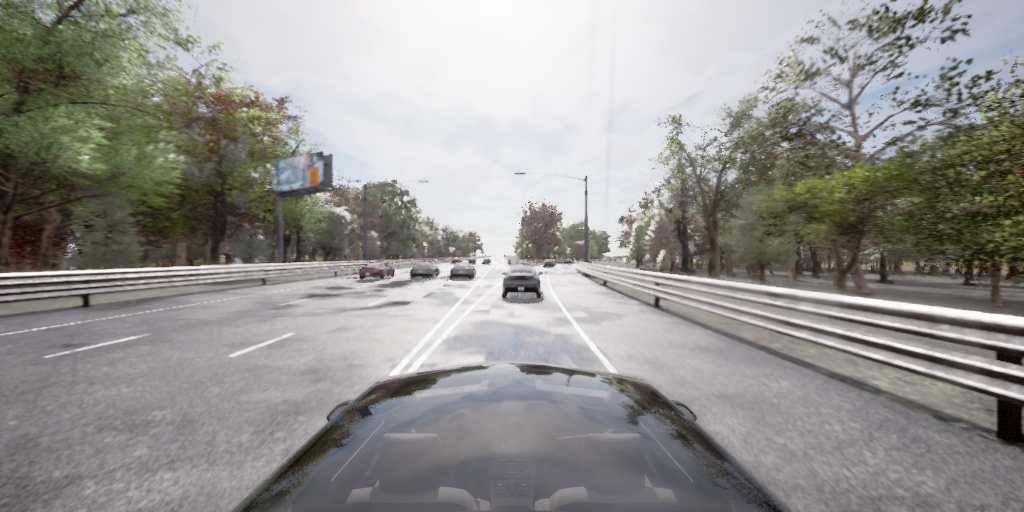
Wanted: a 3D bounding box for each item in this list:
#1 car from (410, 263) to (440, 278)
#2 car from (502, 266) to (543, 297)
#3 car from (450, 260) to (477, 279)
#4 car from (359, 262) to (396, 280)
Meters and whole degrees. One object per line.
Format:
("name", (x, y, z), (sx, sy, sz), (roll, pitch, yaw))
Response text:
("car", (-7.843, 1.274, 32.558), (1.994, 1.385, 4.181), (0, 0, -2))
("car", (0.549, 1.253, 18.795), (1.837, 1.490, 4.892), (0, 0, 3))
("car", (-4.331, 1.290, 32.139), (1.994, 1.385, 4.181), (0, 0, -2))
("car", (-11.280, 1.220, 30.178), (1.812, 1.442, 4.674), (0, 0, -2))
